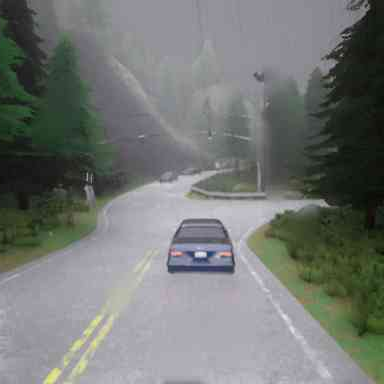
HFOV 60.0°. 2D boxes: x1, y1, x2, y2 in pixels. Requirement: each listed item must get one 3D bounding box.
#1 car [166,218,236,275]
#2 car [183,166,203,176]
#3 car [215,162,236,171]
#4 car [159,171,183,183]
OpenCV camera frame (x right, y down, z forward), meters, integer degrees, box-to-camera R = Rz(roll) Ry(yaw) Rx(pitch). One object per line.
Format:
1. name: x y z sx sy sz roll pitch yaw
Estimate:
1. car: 0.299 1.539 10.452 2.033 1.411 5.357 0 0 2
2. car: 0.040 -3.703 58.554 2.128 1.511 4.902 3 10 32
3. car: 6.724 -5.106 66.440 4.892 1.490 1.837 -10 10 -40
4. car: -3.401 -2.261 49.731 1.837 1.490 4.892 1 9 15
